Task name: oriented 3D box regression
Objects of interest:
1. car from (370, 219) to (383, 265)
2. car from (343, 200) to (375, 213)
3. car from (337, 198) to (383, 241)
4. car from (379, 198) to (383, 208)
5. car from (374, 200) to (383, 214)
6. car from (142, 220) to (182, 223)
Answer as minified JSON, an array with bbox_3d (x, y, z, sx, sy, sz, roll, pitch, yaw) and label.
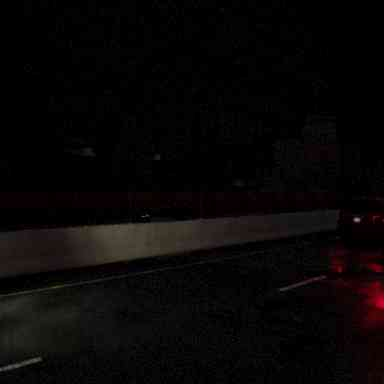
[{"bbox_3d":[7.244,1.569,9.818,4.674,1.442,1.812,0,0,-40],"label":"car"},{"bbox_3d":[19.947,1.743,39.666,4.181,1.385,1.994,0,0,-41],"label":"car"},{"bbox_3d":[9.078,1.293,15.986,5.566,2.045,2.150,0,0,-41],"label":"car"},{"bbox_3d":[33.171,1.819,55.763,4.674,1.442,1.812,0,0,-43],"label":"car"},{"bbox_3d":[22.571,1.658,37.310,4.902,1.511,2.128,0,0,-41],"label":"car"},{"bbox_3d":[-2.052,1.602,25.122,5.008,1.535,1.882,0,-1,-41],"label":"car"}]
